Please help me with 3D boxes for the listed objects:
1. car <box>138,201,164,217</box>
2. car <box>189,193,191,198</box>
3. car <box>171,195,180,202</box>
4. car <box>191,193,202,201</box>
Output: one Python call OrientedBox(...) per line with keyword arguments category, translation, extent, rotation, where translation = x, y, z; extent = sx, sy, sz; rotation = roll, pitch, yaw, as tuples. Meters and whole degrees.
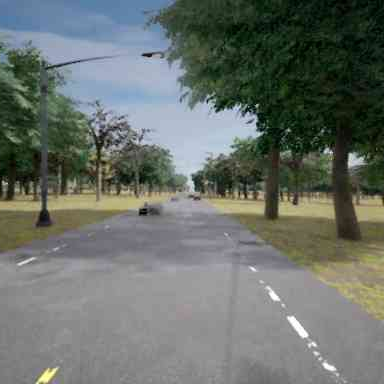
OrientedBox(category="car", translation=(-3.617, 1.503, 29.979), extent=(1.895, 1.301, 4.718), rotation=(0, 0, 0))
OrientedBox(category="car", translation=(-0.061, 1.203, 95.374), extent=(1.837, 1.490, 4.892), rotation=(0, 0, 0))
OrientedBox(category="car", translation=(-3.546, 1.367, 71.737), extent=(2.033, 1.411, 5.357), rotation=(0, 0, 0))
OrientedBox(category="car", translation=(1.174, 1.342, 78.378), extent=(1.837, 1.490, 4.892), rotation=(0, 0, 0))
